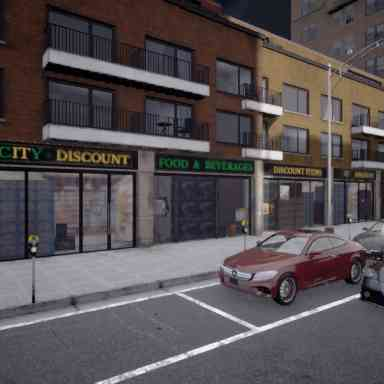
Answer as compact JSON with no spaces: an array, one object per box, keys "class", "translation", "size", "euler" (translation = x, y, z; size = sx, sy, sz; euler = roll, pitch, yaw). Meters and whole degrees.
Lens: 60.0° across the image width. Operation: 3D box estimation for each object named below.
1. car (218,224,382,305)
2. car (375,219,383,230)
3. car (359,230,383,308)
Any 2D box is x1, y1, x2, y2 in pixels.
[{"class":"car","translation":[2.554,1.582,8.002],"size":[4.206,1.307,1.802],"euler":[0,0,-35]},{"class":"car","translation":[7.051,1.551,11.202],"size":[4.403,1.369,2.008],"euler":[0,0,-35]},{"class":"car","translation":[5.231,1.564,6.671],"size":[4.181,1.385,1.994],"euler":[0,0,-35]}]
